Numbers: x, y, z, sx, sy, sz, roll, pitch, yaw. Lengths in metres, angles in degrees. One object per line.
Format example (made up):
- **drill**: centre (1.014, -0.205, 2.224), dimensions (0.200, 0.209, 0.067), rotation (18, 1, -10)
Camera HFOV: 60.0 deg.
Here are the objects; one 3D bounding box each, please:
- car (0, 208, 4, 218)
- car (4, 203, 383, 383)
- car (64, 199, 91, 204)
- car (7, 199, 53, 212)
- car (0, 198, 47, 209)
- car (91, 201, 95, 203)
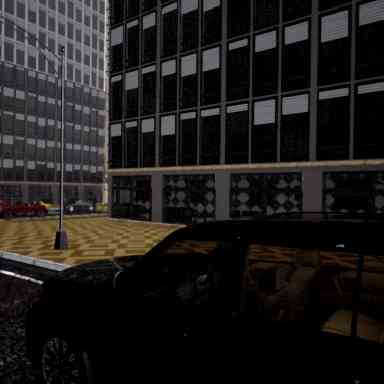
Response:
- **car**: centre (-7.283, 1.347, 8.905), dimensions (4.553, 1.767, 2.097), rotation (0, 0, 36)
- **car**: centre (0.699, 1.221, 3.184), dimensions (5.566, 2.045, 2.150), rotation (0, 0, 36)
- **car**: centre (-14.661, 1.704, 42.715), dimensions (1.837, 1.490, 4.892), rotation (1, 0, 37)
- **car**: centre (-19.596, 1.640, 40.433), dimensions (1.752, 1.417, 4.829), rotation (1, 0, 37)
- **car**: centre (-16.126, 1.517, 31.048), dimensions (2.192, 1.841, 5.009), rotation (1, 0, 37)
- **car**: centre (-9.301, 1.828, 40.239), dimensions (1.752, 1.417, 4.829), rotation (1, 0, 37)
